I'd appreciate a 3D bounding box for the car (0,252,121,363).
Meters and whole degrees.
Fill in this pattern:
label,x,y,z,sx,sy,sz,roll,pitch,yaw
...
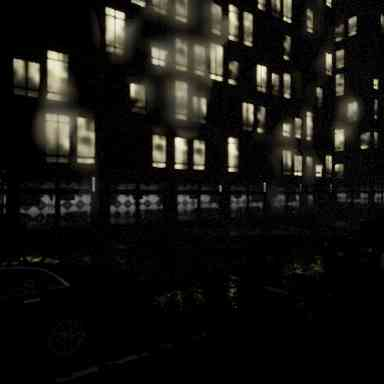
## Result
label,x,y,z,sx,sy,sz,roll,pitch,yaw
car,-3.133,1.551,4.321,4.403,1.369,2.008,0,0,-35

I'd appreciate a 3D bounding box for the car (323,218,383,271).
label,x,y,z,sx,sy,sz,roll,pitch,yaw
car,6.136,1.545,10.930,4.507,1.381,1.887,0,0,-35
